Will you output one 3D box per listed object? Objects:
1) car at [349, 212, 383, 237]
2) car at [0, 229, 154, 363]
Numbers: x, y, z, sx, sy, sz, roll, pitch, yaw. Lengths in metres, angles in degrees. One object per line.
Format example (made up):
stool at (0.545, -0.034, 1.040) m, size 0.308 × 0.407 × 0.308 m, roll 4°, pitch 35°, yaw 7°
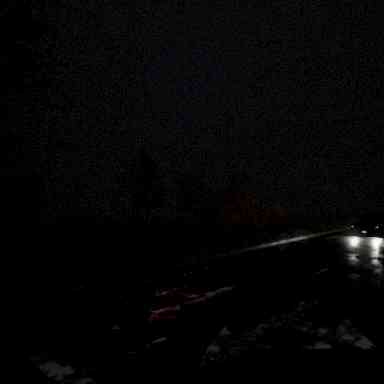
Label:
car at (11.926, 1.986, 21.552) m, size 2.033 × 1.411 × 5.357 m, roll -3°, pitch -3°, yaw 43°
car at (-2.887, 1.619, 5.553) m, size 2.097 × 1.767 × 4.553 m, roll -3°, pitch -3°, yaw 43°
